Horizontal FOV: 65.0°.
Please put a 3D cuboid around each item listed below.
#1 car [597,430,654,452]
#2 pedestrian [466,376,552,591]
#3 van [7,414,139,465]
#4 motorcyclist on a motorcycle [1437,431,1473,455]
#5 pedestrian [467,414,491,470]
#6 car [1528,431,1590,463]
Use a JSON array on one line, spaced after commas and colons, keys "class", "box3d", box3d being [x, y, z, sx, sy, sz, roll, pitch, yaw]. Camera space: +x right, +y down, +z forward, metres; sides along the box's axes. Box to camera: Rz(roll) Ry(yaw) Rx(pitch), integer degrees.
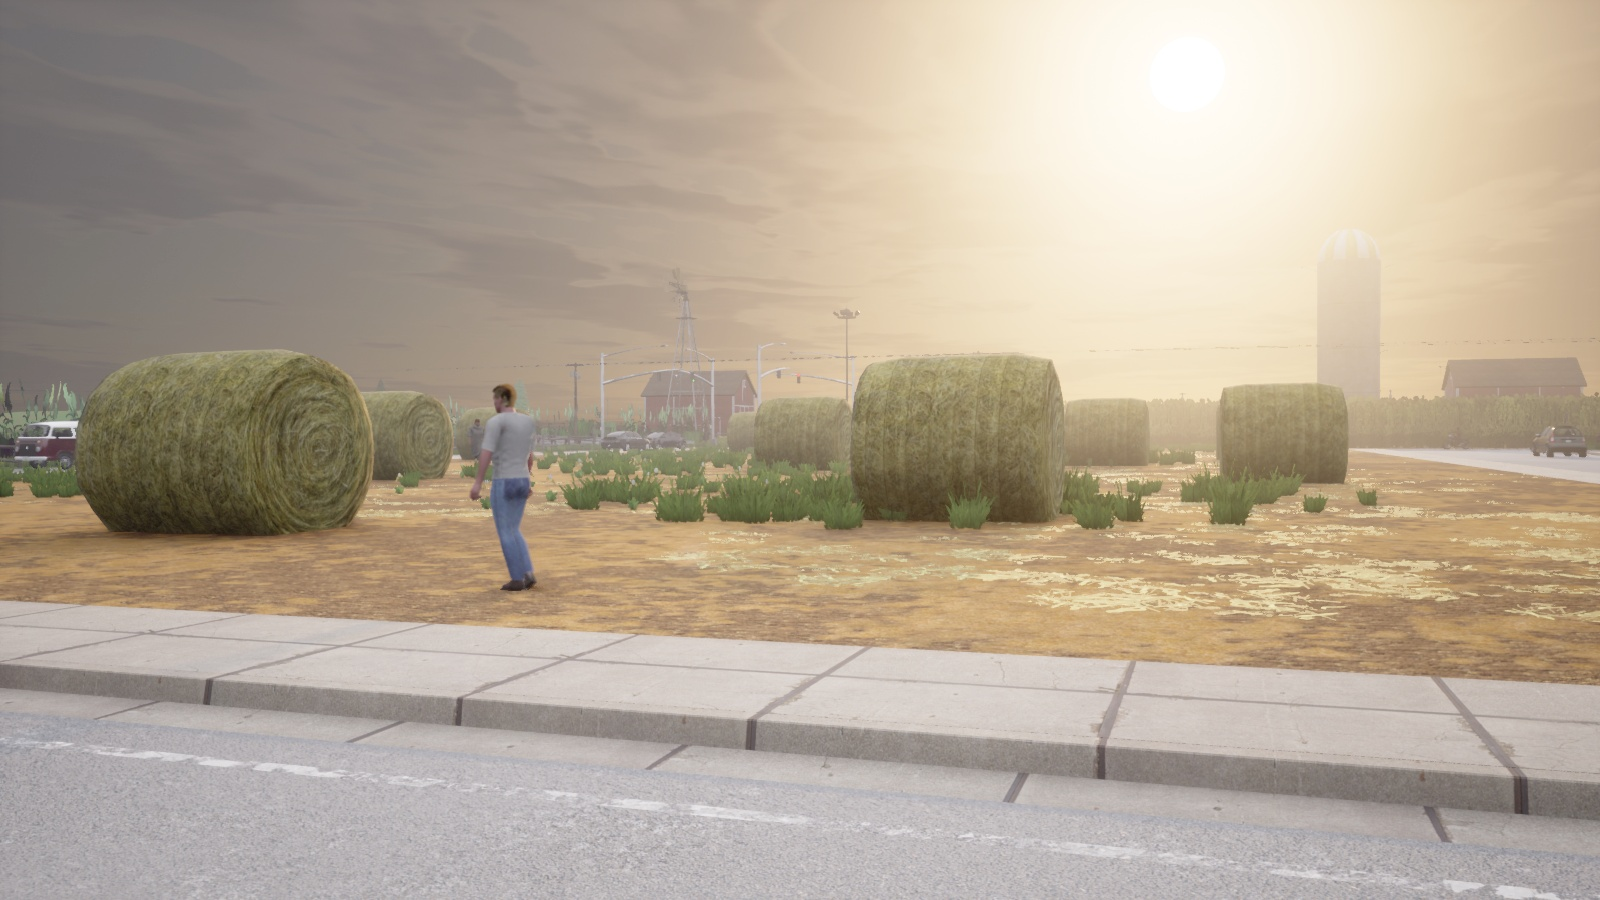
[{"class": "car", "box3d": [-12.362, -0.680, 89.347, 1.837, 1.490, 4.892, 1, 1, 21]}, {"class": "pedestrian", "box3d": [-2.559, 0.278, 11.038, 0.706, 1.836, 0.354, 1, 1, 36]}, {"class": "van", "box3d": [-30.448, -0.444, 52.744, 2.069, 2.038, 4.480, 1, 1, 21]}, {"class": "motorcyclist on a motorcycle", "box3d": [45.957, -0.468, 88.110, 2.350, 1.649, 0.766, 0, 2, -18]}, {"class": "pedestrian", "box3d": [-11.331, -0.300, 44.314, 0.659, 1.952, 0.873, 0, 1, -28]}, {"class": "car", "box3d": [39.112, -0.193, 64.808, 1.851, 1.617, 3.988, 1, 1, 18]}]
